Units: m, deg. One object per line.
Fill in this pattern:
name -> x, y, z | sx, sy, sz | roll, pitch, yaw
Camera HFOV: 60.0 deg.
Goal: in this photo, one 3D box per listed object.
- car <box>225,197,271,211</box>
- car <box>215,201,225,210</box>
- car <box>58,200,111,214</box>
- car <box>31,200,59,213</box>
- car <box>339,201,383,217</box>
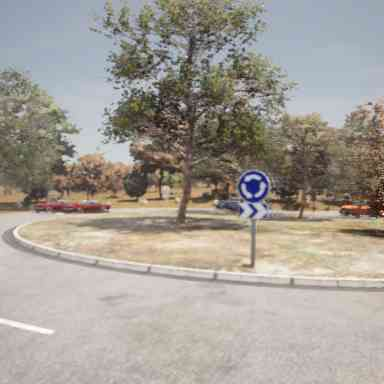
car -> 7.117, 1.733, 41.571 | 5.357, 1.411, 2.033 | 1, 0, 8
car -> 5.393, 1.497, 45.004 | 4.553, 1.767, 2.097 | 1, 0, 1
car -> -10.514, 1.503, 33.374 | 1.895, 1.301, 4.718 | 1, 0, 33
car -> -13.829, 1.458, 34.013 | 1.895, 1.301, 4.718 | 1, 0, 30
car -> 18.283, 1.752, 35.719 | 2.097, 1.767, 4.553 | 1, -1, -38
